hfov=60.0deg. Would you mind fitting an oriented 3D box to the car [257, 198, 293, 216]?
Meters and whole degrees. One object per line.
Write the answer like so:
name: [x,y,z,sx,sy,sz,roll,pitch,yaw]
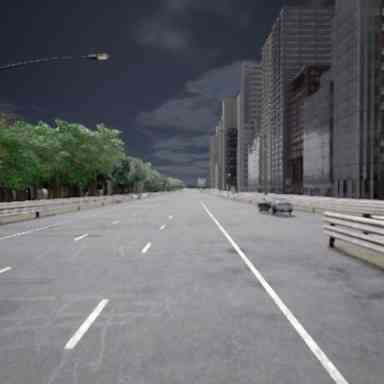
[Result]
car: [7.618,1.326,31.008,2.128,1.511,4.902,0,0,-11]
